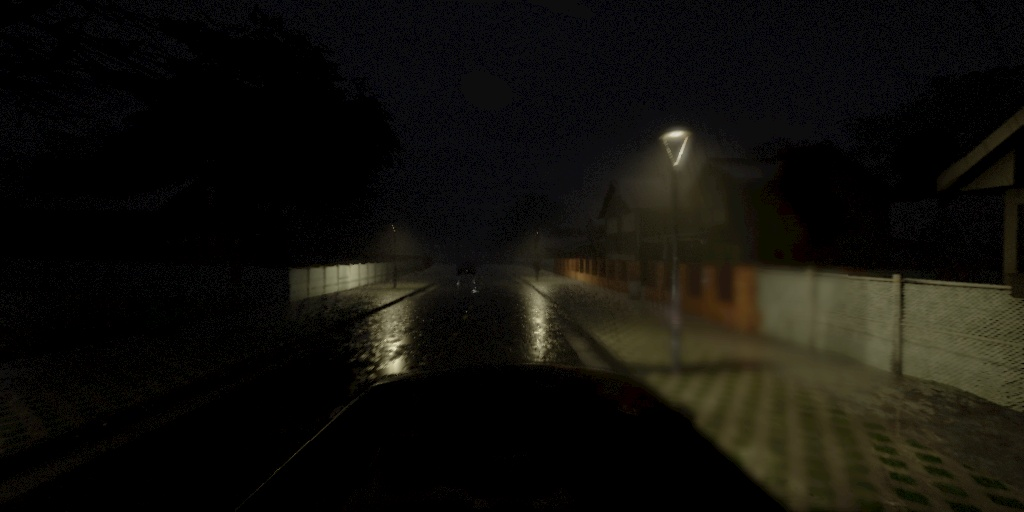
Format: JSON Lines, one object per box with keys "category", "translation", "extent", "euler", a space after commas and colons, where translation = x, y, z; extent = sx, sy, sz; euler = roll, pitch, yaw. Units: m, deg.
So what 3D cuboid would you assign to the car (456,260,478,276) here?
{"category": "car", "translation": [-4.543, 1.198, 36.371], "extent": [1.837, 1.490, 4.892], "euler": [0, 0, -5]}
